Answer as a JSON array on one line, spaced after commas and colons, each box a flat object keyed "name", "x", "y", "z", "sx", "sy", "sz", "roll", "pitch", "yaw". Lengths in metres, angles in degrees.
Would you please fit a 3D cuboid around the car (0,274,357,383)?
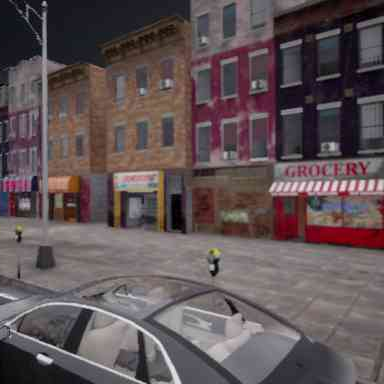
[{"name": "car", "x": -0.721, "y": 1.549, "z": 3.332, "sx": 4.403, "sy": 1.369, "sz": 2.008, "roll": 0, "pitch": -1, "yaw": 36}]
